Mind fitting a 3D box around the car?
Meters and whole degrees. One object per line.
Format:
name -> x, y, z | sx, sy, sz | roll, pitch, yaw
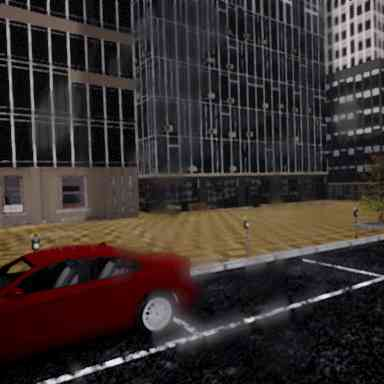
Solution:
car -> -2.072, 1.530, 5.077 | 4.507, 1.381, 1.887 | -1, 0, -33
